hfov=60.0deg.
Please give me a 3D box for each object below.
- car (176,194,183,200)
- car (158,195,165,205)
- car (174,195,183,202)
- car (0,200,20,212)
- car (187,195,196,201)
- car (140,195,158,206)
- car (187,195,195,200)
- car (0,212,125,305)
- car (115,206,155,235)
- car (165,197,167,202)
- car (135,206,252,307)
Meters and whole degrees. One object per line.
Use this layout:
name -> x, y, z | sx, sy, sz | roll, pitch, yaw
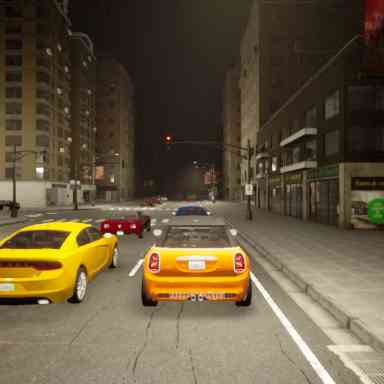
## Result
car -> -3.432, 1.421, 90.794 | 1.882, 1.535, 5.008 | 0, 0, 0
car -> -6.691, 1.380, 60.550 | 2.097, 1.767, 4.553 | 0, 0, 0
car -> -3.410, 1.543, 80.372 | 1.837, 1.490, 4.892 | 0, 0, 0
car -> -22.226, 1.596, 38.513 | 4.313, 1.339, 1.947 | 0, 0, 0
car -> -0.161, 1.399, 80.765 | 2.097, 1.767, 4.553 | 0, 0, 0
car -> -6.693, 1.545, 50.313 | 1.812, 1.442, 4.674 | 0, 0, 0
car -> -0.182, 1.483, 90.800 | 2.033, 1.411, 5.357 | 0, 0, 0
car -> -3.165, 1.478, 8.173 | 1.882, 1.535, 5.008 | 0, 0, 0
car -> -3.284, 1.603, 17.430 | 1.895, 1.301, 4.718 | 0, 0, 0
car -> -6.650, 1.635, 74.535 | 1.895, 1.301, 4.718 | 0, 0, 0
car -> 0.084, 1.353, 8.164 | 2.097, 1.767, 4.553 | 0, 0, 0
